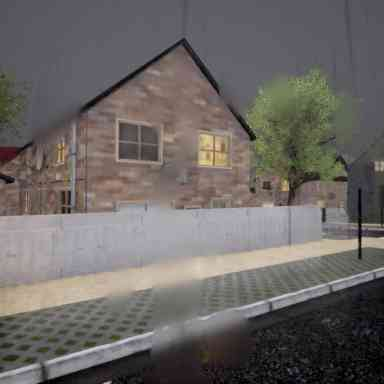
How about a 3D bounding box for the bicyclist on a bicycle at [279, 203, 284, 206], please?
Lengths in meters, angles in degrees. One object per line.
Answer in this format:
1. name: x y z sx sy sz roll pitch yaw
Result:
1. bicyclist on a bicycle: 8.456 1.827 31.272 1.656 1.620 0.582 -2 1 -35
